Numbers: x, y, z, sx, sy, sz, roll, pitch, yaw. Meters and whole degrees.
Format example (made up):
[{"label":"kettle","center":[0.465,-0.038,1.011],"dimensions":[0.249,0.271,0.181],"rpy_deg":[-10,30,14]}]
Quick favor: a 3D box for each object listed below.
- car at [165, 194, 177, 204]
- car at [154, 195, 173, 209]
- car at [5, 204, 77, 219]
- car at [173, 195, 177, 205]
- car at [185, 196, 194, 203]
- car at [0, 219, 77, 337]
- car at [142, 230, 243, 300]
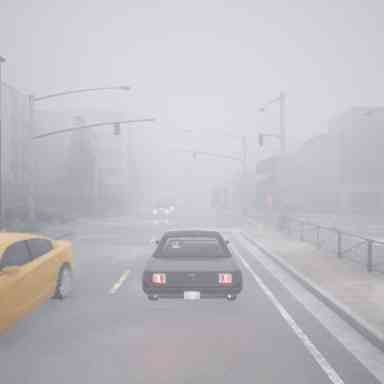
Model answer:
[{"label":"car","center":[-3.992,1.352,63.744],"dimensions":[2.097,1.767,4.553],"rpy_deg":[0,0,0]},{"label":"car","center":[-3.905,1.505,44.310],"dimensions":[1.837,1.490,4.892],"rpy_deg":[0,0,0]},{"label":"car","center":[-11.060,1.667,24.483],"dimensions":[4.902,1.511,2.128],"rpy_deg":[0,0,-1]},{"label":"car","center":[-3.962,1.601,53.575],"dimensions":[1.895,1.301,4.718],"rpy_deg":[0,0,0]},{"label":"car","center":[-0.461,1.491,66.584],"dimensions":[2.128,1.511,4.902],"rpy_deg":[0,0,0]},{"label":"car","center":[-3.591,1.477,5.547],"dimensions":[1.882,1.535,5.008],"rpy_deg":[0,0,0]},{"label":"car","center":[0.009,1.601,8.302],"dimensions":[1.895,1.301,4.718],"rpy_deg":[0,0,0]}]
